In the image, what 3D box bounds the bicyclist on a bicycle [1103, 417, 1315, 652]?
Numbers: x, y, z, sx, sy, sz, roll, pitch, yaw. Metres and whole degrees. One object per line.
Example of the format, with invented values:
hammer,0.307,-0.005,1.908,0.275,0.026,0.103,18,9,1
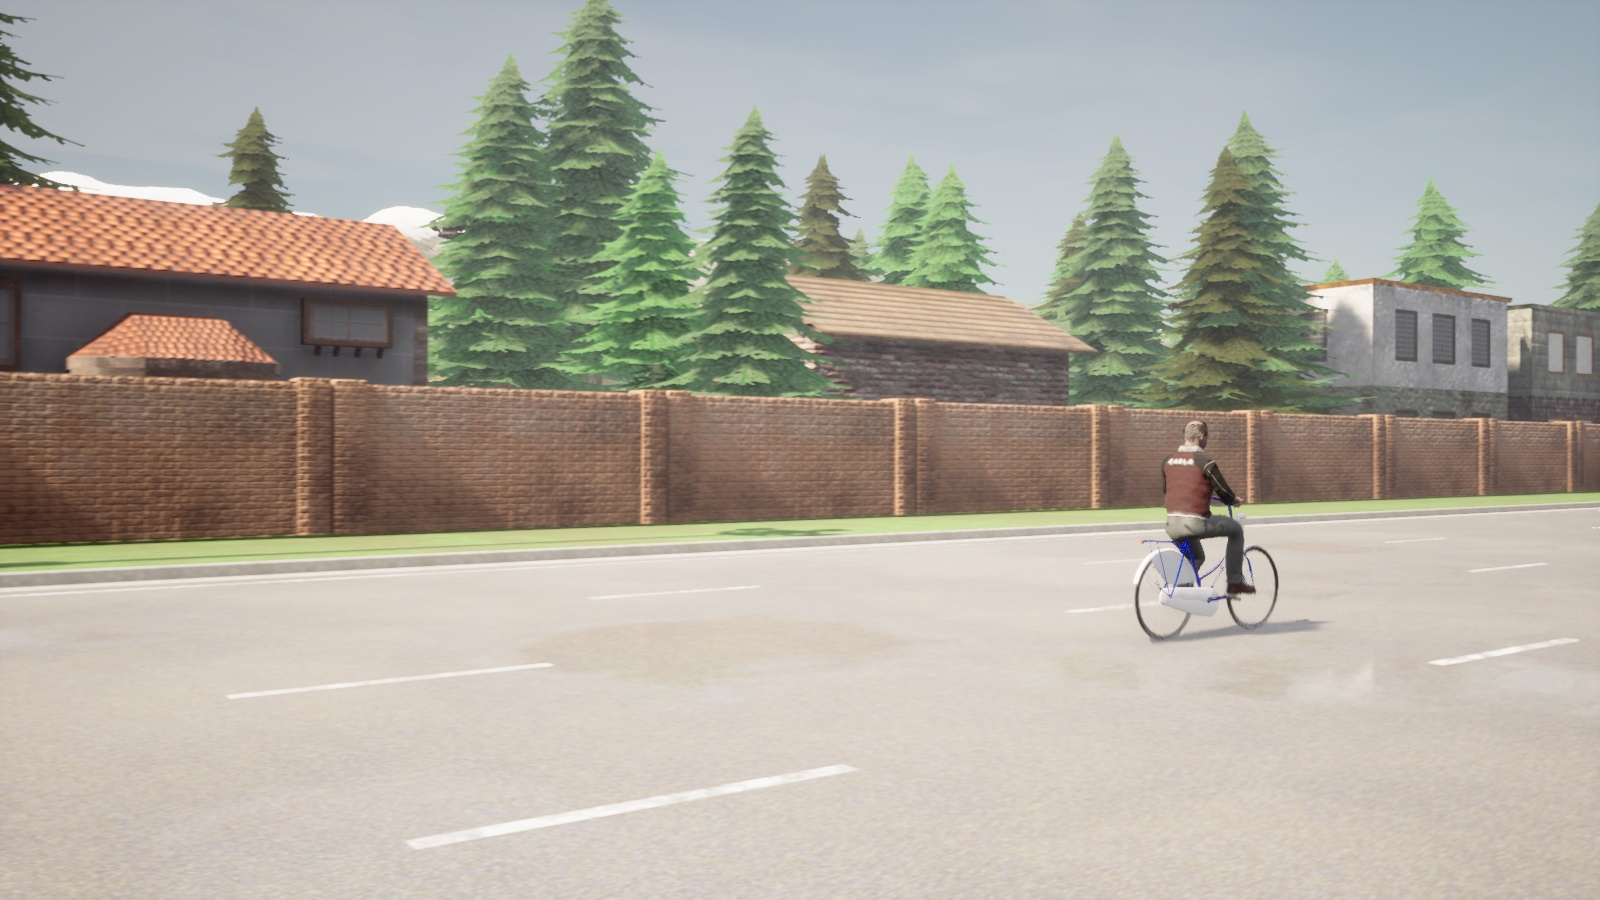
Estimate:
bicyclist on a bicycle,3.364,0.633,10.265,1.843,1.776,0.659,0,0,-35
